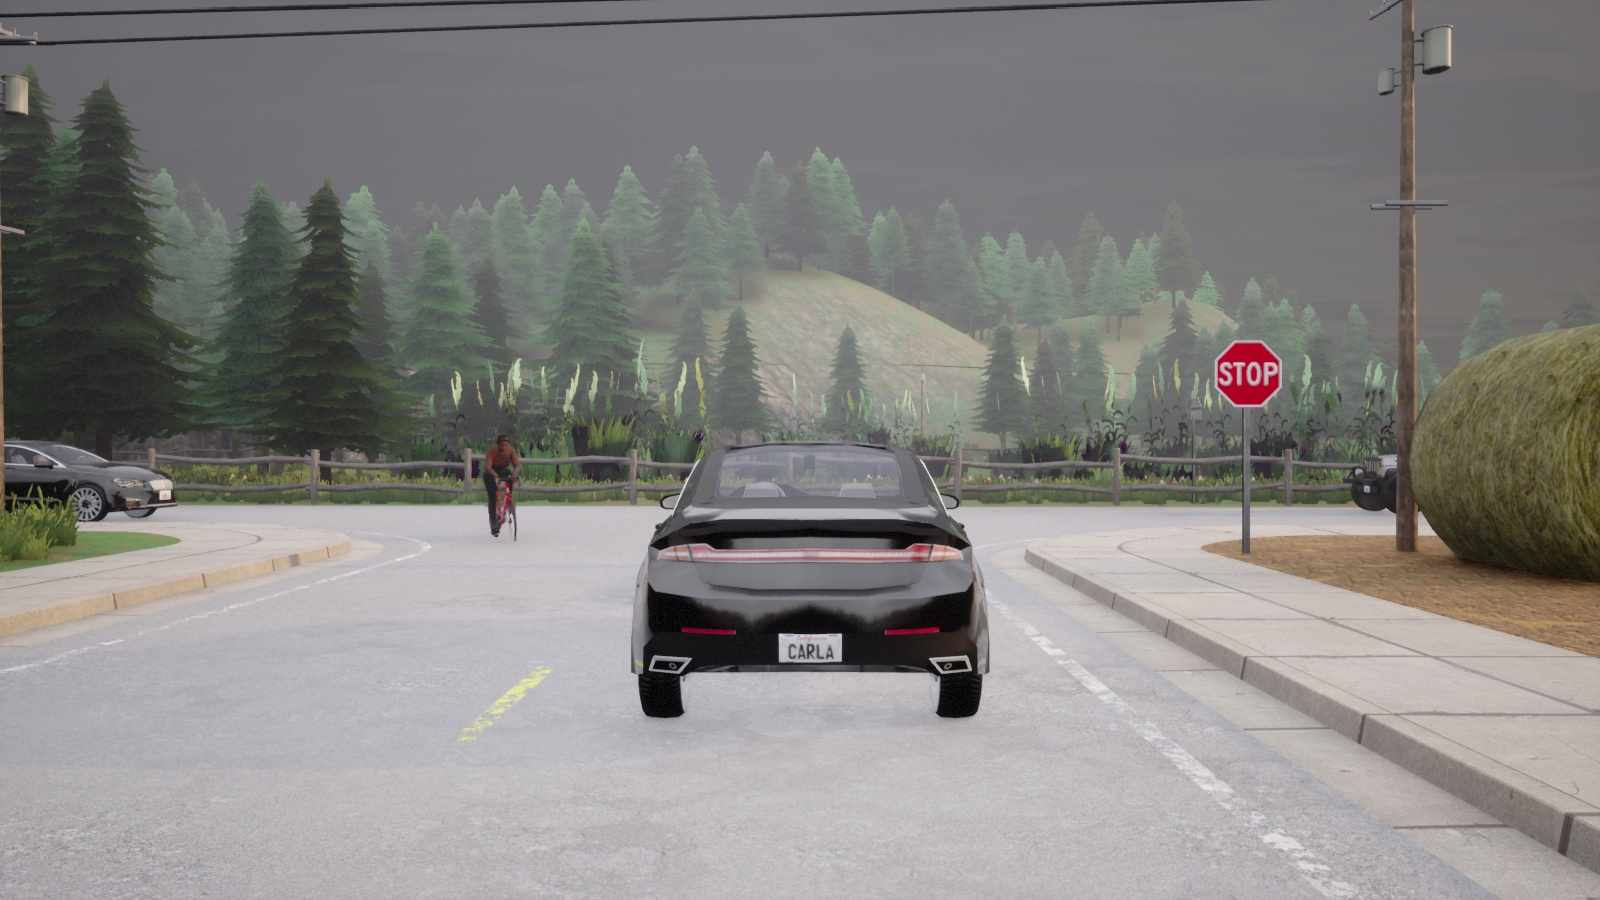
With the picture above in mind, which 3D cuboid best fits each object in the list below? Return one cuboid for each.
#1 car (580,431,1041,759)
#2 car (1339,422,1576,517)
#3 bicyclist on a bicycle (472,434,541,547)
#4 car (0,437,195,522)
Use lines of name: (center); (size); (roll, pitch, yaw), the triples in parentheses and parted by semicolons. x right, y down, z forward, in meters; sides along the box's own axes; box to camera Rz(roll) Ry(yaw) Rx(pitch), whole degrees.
car: (0.062, 0.656, 8.241); (2.128, 1.511, 4.902); (0, 0, 0)
car: (13.389, 0.373, 25.757); (3.866, 1.878, 1.905); (0, 0, 3)
bicyclist on a bicycle: (-4.501, 0.580, 19.169); (0.582, 1.620, 1.656); (-3, 2, -27)
car: (-14.395, 0.521, 23.764); (4.902, 1.511, 2.128); (0, 0, 3)
